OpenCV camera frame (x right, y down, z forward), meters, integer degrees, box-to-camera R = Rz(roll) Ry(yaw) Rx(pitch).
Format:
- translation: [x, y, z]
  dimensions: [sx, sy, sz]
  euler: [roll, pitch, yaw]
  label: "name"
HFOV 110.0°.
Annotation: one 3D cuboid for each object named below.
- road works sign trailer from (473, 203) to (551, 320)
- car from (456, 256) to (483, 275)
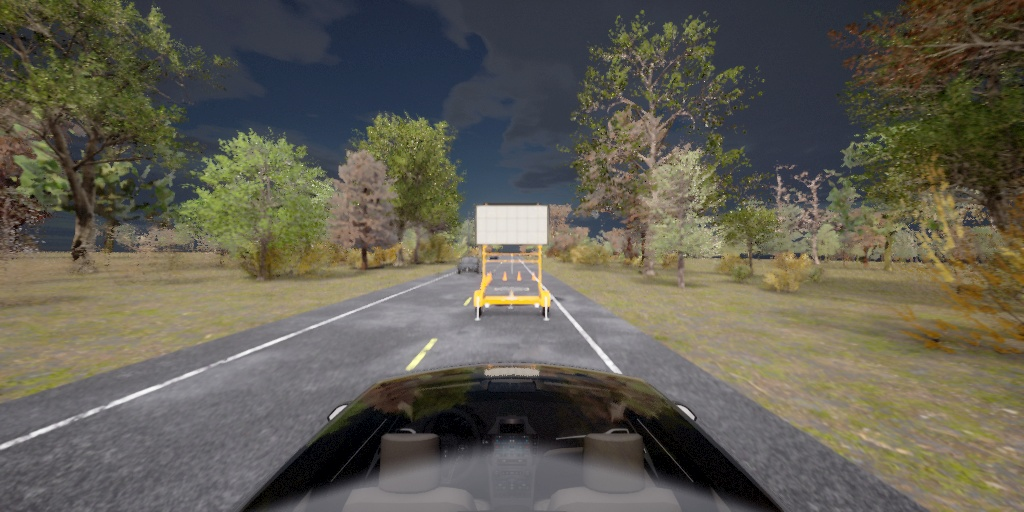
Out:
- translation: [0.002, 0.056, 11.839]
  dimensions: [2.380, 3.560, 2.880]
  euler: [0, 0, 0]
  label: "road works sign trailer"
- translation: [-3.599, 0.808, 31.091]
  dimensions: [1.837, 1.490, 4.892]
  euler: [0, 1, 0]
  label: "car"
